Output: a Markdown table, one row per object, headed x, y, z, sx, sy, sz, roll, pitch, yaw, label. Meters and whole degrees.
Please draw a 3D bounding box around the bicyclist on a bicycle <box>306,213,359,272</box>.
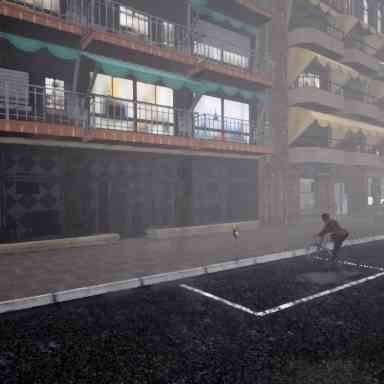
| x | y | z | sx | sy | sz | roll | pitch | yaw | label |
| --- | --- | --- | --- | --- | --- | --- | --- | --- | --- |
| 4.088 | 1.450 | 9.792 | 0.582 | 1.620 | 1.656 | 0 | 0 | -37 | bicyclist on a bicycle |
